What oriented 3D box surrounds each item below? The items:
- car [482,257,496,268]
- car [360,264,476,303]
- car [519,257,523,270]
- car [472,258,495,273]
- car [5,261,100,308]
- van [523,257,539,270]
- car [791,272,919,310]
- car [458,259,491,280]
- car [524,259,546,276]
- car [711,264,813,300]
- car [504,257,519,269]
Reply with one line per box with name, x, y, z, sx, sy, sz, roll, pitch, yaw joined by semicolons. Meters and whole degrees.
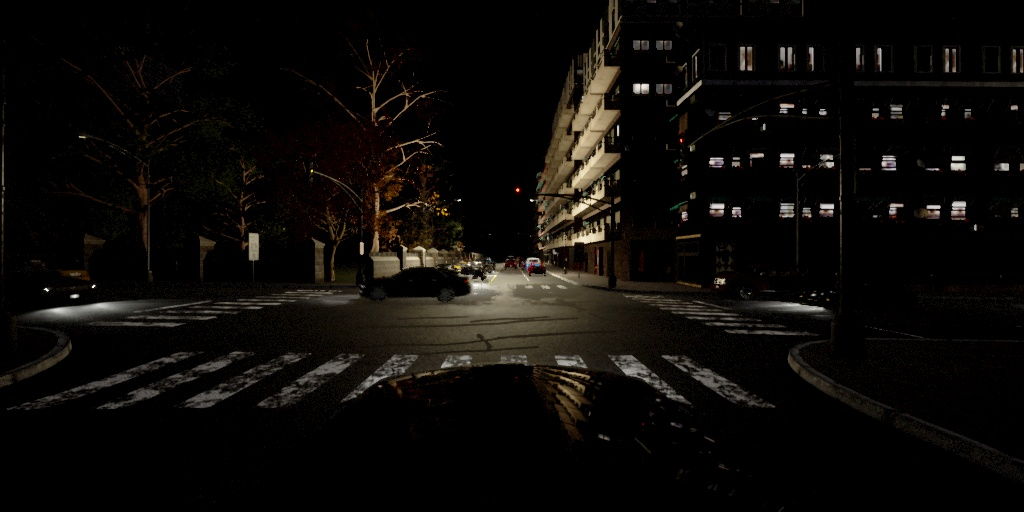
car;-3.357;1.278;51.776;2.128;1.511;4.902;0;0;0
car;-4.252;1.249;16.141;4.892;1.490;1.837;0;0;-1
car;2.411;1.229;53.801;1.967;1.591;4.097;0;0;0
car;-3.307;1.278;41.364;1.837;1.490;4.892;0;0;0
car;-18.225;0.996;12.736;5.357;1.411;2.033;1;0;-1
van;2.472;1.115;42.541;1.690;1.789;3.998;0;0;0
car;15.797;1.635;16.445;4.181;1.385;1.994;1;0;-1
car;-3.250;1.255;31.066;2.128;1.511;4.902;0;0;0
car;2.503;1.314;36.910;1.888;1.381;4.507;0;0;0
car;13.359;1.353;18.998;5.009;1.841;2.192;0;0;-1
car;-0.197;1.320;56.789;1.812;1.442;4.674;0;0;0
